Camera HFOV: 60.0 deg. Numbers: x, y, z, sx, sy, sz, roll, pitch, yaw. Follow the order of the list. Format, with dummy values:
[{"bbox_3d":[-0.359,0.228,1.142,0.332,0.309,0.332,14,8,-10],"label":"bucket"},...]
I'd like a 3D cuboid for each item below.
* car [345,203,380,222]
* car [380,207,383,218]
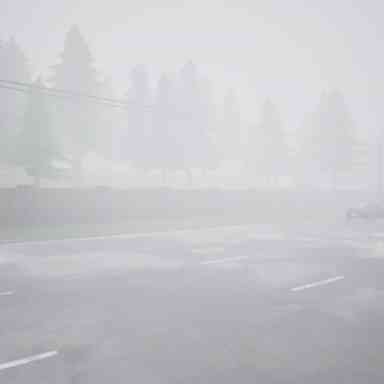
[{"bbox_3d":[14.117,1.588,26.686,4.674,1.442,1.812,0,0,-35],"label":"car"},{"bbox_3d":[15.627,1.539,23.464,5.008,1.535,1.882,0,0,-35],"label":"car"}]
